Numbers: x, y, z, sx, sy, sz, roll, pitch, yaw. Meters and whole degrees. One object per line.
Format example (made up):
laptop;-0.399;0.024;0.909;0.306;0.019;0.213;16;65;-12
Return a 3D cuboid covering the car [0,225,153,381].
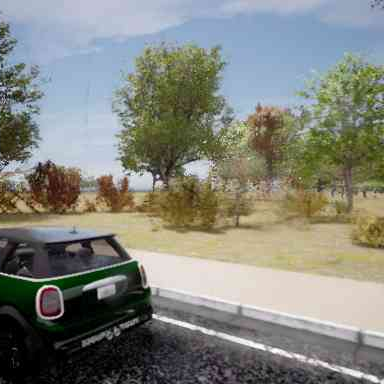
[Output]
car;-2.888;1.367;5.735;4.553;1.767;2.097;0;0;35
